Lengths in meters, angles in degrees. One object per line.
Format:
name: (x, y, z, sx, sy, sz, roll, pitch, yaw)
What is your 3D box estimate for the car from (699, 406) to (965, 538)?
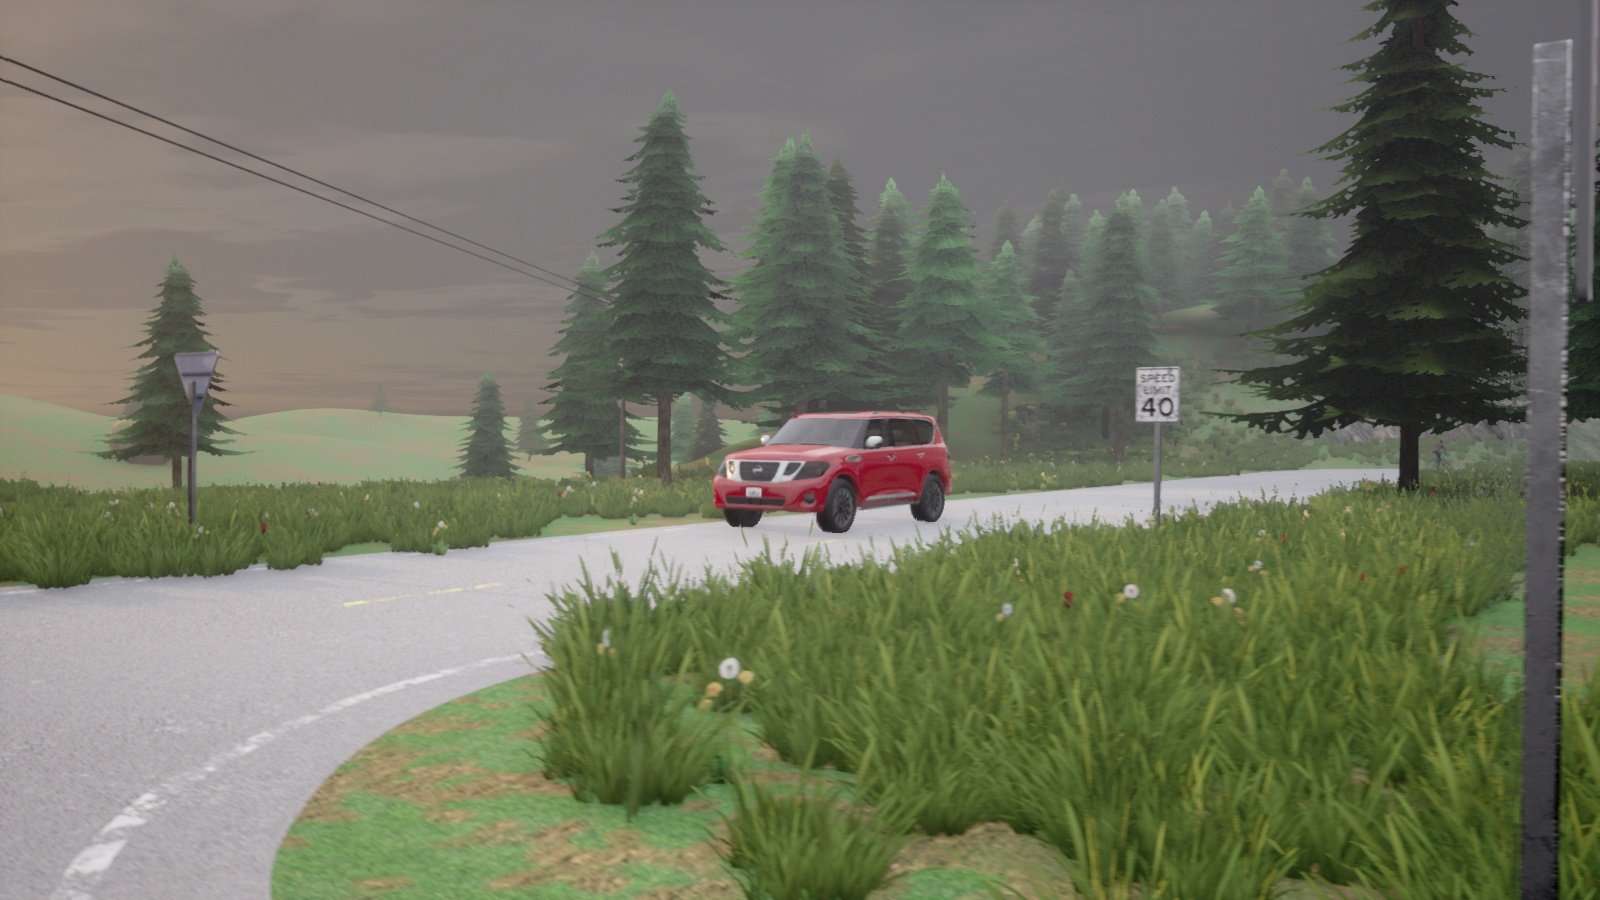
car: (0.762, 0.291, 22.330, 2.150, 2.045, 5.566, 0, 1, 33)
